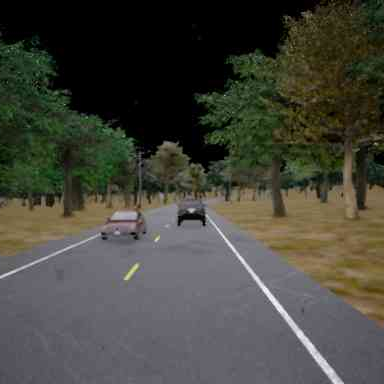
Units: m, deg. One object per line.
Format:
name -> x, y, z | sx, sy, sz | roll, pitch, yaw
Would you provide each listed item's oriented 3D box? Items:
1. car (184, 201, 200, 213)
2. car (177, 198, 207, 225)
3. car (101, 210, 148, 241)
car -> -0.005, 2.056, 47.000 | 2.128, 1.511, 4.902 | 0, -1, 0
car -> -0.011, 1.500, 26.446 | 2.150, 2.045, 5.566 | 0, 0, 0
car -> -3.540, 1.714, 18.096 | 1.812, 1.442, 4.674 | 0, -1, 0
